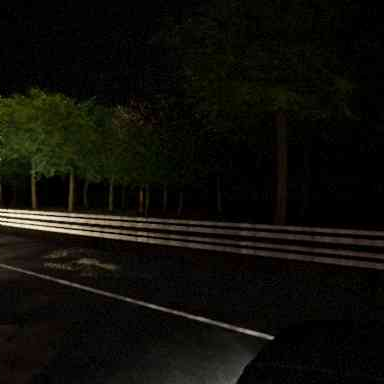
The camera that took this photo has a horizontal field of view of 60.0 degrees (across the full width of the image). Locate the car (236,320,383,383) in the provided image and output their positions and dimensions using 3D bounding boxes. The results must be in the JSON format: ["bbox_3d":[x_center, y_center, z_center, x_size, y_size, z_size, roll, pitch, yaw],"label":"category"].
[{"bbox_3d":[2.859,1.538,1.834,5.357,1.411,2.033,0,0,35],"label":"car"}]
